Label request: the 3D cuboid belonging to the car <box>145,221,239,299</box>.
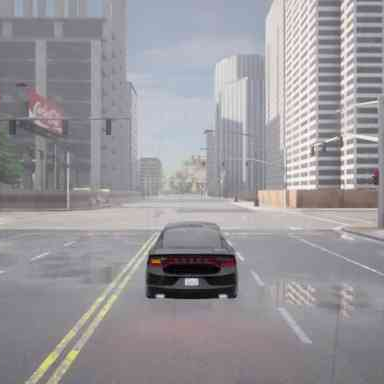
[{"bbox_3d":[0.001,1.478,8.499,1.882,1.535,5.008,0,0,0],"label":"car"}]
